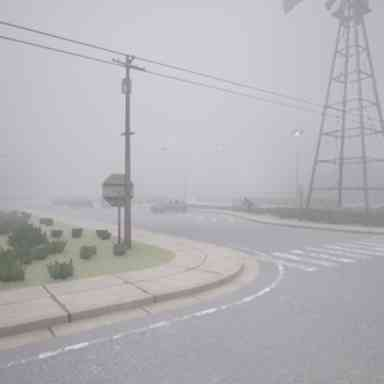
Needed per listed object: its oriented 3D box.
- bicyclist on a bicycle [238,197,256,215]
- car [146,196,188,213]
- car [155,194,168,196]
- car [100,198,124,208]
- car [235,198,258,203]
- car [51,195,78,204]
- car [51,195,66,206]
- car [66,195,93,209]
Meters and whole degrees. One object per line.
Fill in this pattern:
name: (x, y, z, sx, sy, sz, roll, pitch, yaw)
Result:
bicyclist on a bicycle: (4.990, 1.288, 30.301, 1.656, 1.620, 0.582, 0, 0, -2)
car: (-2.462, 1.495, 35.890, 4.193, 1.474, 1.816, 0, 0, -36)
car: (-6.265, 1.292, 62.476, 4.605, 1.855, 1.932, 0, 0, -36)
car: (-10.907, 1.302, 46.415, 3.866, 1.878, 1.905, 0, 0, -36)
car: (7.196, 1.502, 44.472, 3.905, 1.438, 1.784, 0, 0, -36)
car: (-25.246, 1.470, 65.917, 4.611, 1.667, 2.242, 0, 0, -36)
car: (-21.210, 1.483, 53.432, 2.128, 1.511, 4.902, 0, 0, -37)
car: (-15.194, 1.344, 45.431, 2.097, 1.767, 4.553, 0, 0, -36)
